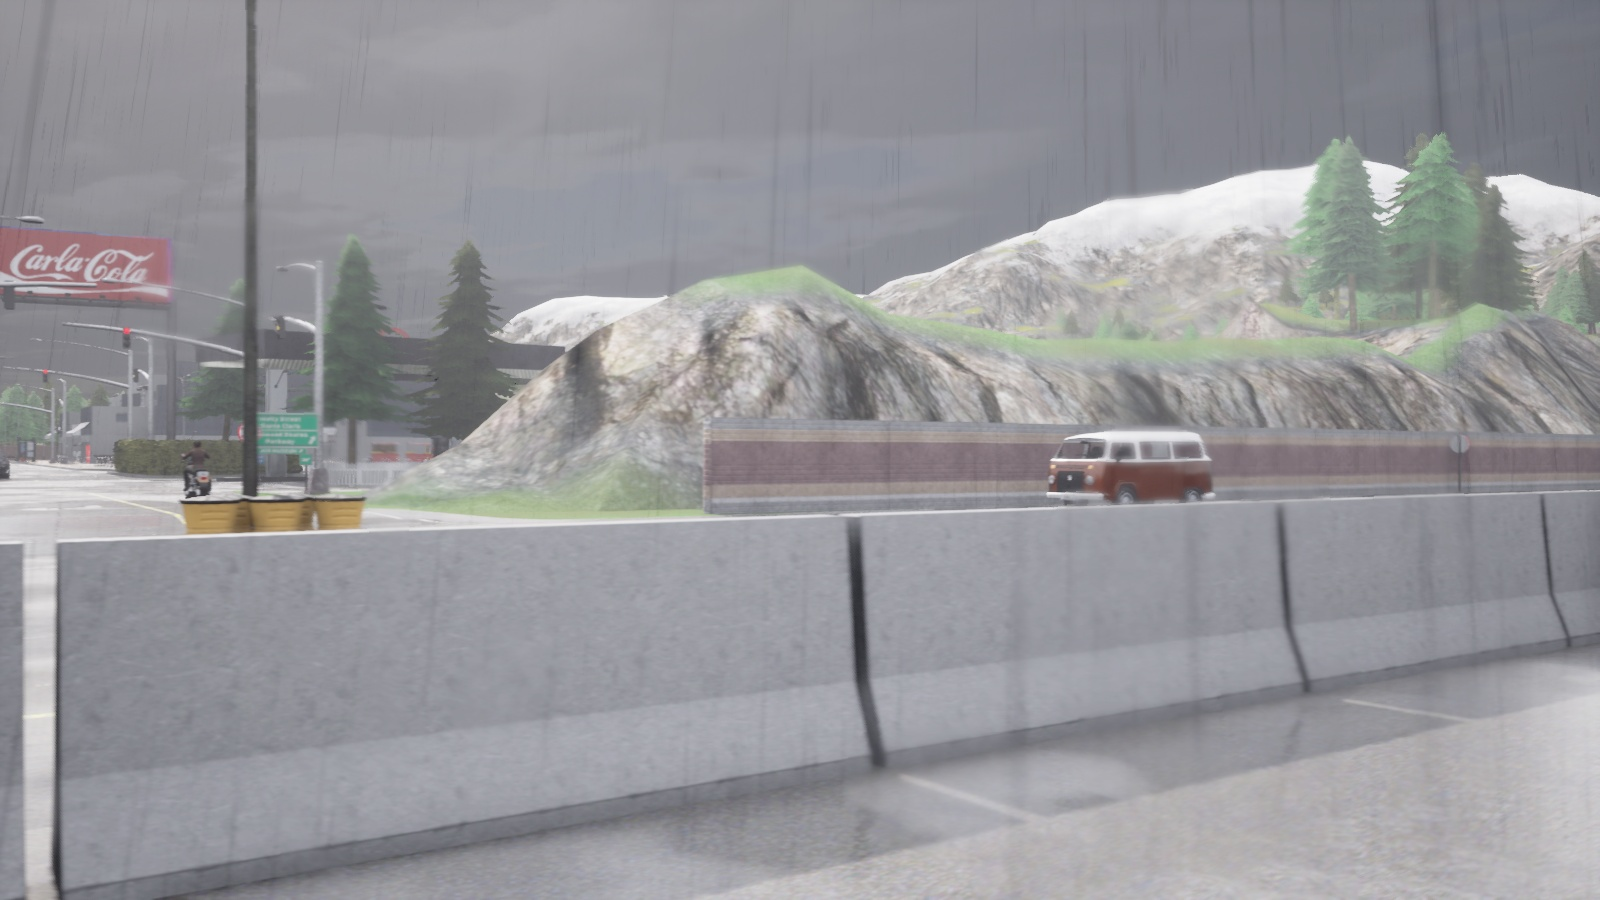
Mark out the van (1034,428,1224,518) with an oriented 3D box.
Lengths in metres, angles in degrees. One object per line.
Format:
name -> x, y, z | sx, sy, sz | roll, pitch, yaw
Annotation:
van -> 8.041, 0.526, 30.576 | 4.480, 2.038, 2.069 | 0, 0, -35

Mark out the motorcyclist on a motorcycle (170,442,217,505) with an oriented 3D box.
motorcyclist on a motorcycle -> -16.267, 0.616, 33.643 | 0.766, 1.649, 2.350 | 0, 0, -35

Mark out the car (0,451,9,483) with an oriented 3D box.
car -> -38.553, 0.795, 59.277 | 1.837, 1.490, 4.892 | 1, -1, -35
